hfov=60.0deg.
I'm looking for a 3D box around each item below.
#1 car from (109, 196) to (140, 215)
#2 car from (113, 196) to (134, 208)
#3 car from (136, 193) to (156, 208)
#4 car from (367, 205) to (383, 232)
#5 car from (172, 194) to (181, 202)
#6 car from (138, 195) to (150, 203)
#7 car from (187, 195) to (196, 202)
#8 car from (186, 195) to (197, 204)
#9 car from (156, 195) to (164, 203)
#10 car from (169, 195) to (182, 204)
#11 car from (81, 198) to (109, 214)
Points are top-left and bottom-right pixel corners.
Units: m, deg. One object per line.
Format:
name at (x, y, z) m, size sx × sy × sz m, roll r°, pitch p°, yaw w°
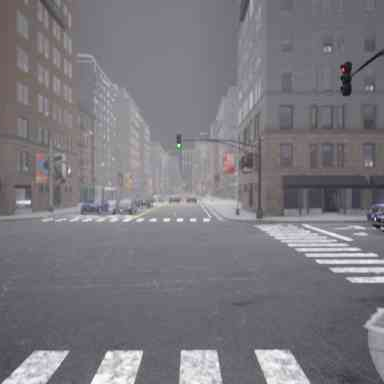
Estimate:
car at (-6.636, 1.458, 33.305) m, size 1.812 × 1.442 × 4.674 m, roll 0°, pitch 0°, yaw -2°
car at (-9.885, 1.403, 48.332) m, size 2.128 × 1.511 × 4.902 m, roll 0°, pitch 0°, yaw 0°
car at (-6.640, 1.138, 45.445) m, size 2.150 × 2.045 × 5.566 m, roll 0°, pitch 0°, yaw 0°
car at (11.630, 1.487, 16.505) m, size 4.718 × 1.301 × 1.895 m, roll 0°, pitch 1°, yaw -1°
car at (-3.344, 1.306, 73.170) m, size 1.882 × 1.535 × 5.008 m, roll 0°, pitch 0°, yaw 0°
car at (-9.838, 1.431, 68.141) m, size 1.837 × 1.490 × 4.892 m, roll 0°, pitch 0°, yaw 0°
car at (-0.094, 1.381, 73.174) m, size 1.994 × 1.385 × 4.181 m, roll 0°, pitch 0°, yaw 0°
car at (-0.081, 1.374, 62.725) m, size 1.882 × 1.535 × 5.008 m, roll 0°, pitch 0°, yaw 0°
car at (-6.593, 1.386, 65.107) m, size 2.128 × 1.511 × 4.902 m, roll 0°, pitch 0°, yaw 0°
car at (-3.331, 1.374, 62.754) m, size 1.882 × 1.535 × 5.008 m, roll 0°, pitch 0°, yaw 0°
car at (-9.879, 1.409, 34.192) m, size 1.882 × 1.535 × 5.008 m, roll 0°, pitch 0°, yaw 0°
